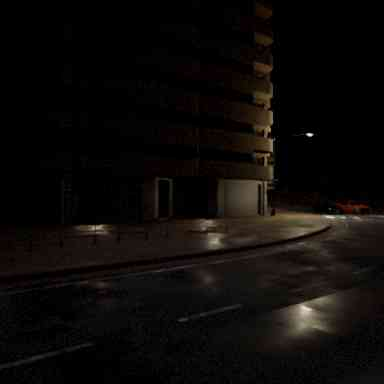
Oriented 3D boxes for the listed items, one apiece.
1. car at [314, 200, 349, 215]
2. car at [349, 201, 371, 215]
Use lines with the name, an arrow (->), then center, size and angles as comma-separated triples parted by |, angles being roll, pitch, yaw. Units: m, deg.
car -> 15.274, 1.784, 37.373 | 1.812, 1.442, 4.674 | 1, 0, -3
car -> 18.676, 1.762, 38.679 | 1.882, 1.535, 5.008 | 1, 0, -5
